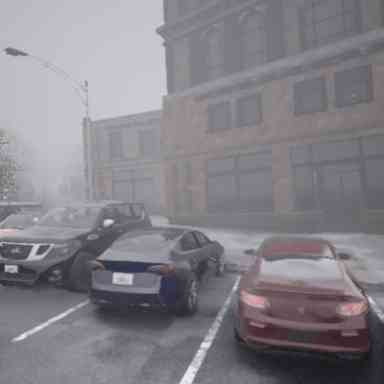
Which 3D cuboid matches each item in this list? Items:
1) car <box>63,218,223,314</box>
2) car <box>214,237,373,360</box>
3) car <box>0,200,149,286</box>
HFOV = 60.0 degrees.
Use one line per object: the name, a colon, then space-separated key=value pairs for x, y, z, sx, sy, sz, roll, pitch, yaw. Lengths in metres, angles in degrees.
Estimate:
car: x=-0.531 y=1.543 z=7.843 sx=2.163 sy=1.488 sz=4.792 roll=0 pitch=-1 yaw=16
car: x=1.895 y=1.542 z=6.070 sx=2.002 sy=1.452 sz=4.674 roll=0 pitch=-1 yaw=16
car: x=-2.968 y=1.278 z=9.531 sx=2.435 sy=2.045 sz=5.566 roll=0 pitch=-1 yaw=16
